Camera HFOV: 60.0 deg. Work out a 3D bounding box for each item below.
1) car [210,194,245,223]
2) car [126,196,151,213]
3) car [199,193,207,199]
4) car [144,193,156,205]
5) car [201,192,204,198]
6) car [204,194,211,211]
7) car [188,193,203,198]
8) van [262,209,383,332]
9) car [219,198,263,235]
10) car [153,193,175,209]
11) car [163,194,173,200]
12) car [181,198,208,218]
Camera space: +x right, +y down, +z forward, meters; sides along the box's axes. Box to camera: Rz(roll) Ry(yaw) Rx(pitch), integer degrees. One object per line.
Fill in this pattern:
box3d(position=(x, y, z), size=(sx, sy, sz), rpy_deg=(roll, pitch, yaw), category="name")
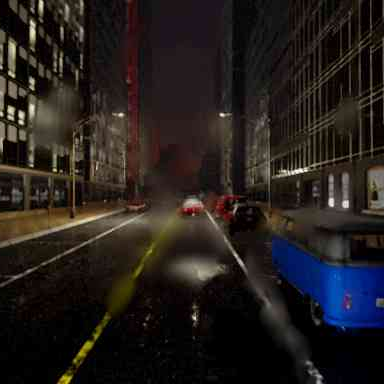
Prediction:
box3d(position=(2.722, 1.172, 23.229), size=(2.192, 1.841, 5.009), rpy_deg=(1, 0, 0), category="car")
box3d(position=(-5.656, 1.373, 34.290), size=(1.802, 1.307, 4.206), rpy_deg=(1, 0, 0), category="car")
box3d(position=(2.756, 1.016, 84.748), size=(1.752, 1.417, 4.829), rpy_deg=(1, 0, 0), category="car")
box3d(position=(-5.644, 1.039, 45.438), size=(2.192, 1.841, 5.009), rpy_deg=(1, 0, 0), category="car")
box3d(position=(2.737, 1.129, 51.115), size=(1.967, 1.590, 4.097), rpy_deg=(1, 0, 0), category="car")
box3d(position=(2.729, 1.104, 34.383), size=(2.192, 1.841, 5.009), rpy_deg=(1, 0, 0), category="car")
box3d(position=(0.119, 1.255, 44.277), size=(1.812, 1.442, 4.674), rpy_deg=(0, 0, 0), category="car")
box3d(position=(2.712, 1.300, 6.497), size=(1.690, 1.788, 3.998), rpy_deg=(1, 0, 0), category="van")
box3d(position=(2.717, 1.331, 17.651), size=(1.967, 1.590, 4.097), rpy_deg=(1, 0, 0), category="car")
box3d(position=(-3.068, 1.246, 40.260), size=(2.128, 1.511, 4.902), rpy_deg=(0, 0, 0), category="car")
box3d(position=(-5.596, 1.091, 78.890), size=(1.947, 1.339, 4.313), rpy_deg=(1, 0, 0), category="car")
box3d(position=(0.117, 1.431, 27.687), size=(1.895, 1.301, 4.718), rpy_deg=(0, 0, 0), category="car")
